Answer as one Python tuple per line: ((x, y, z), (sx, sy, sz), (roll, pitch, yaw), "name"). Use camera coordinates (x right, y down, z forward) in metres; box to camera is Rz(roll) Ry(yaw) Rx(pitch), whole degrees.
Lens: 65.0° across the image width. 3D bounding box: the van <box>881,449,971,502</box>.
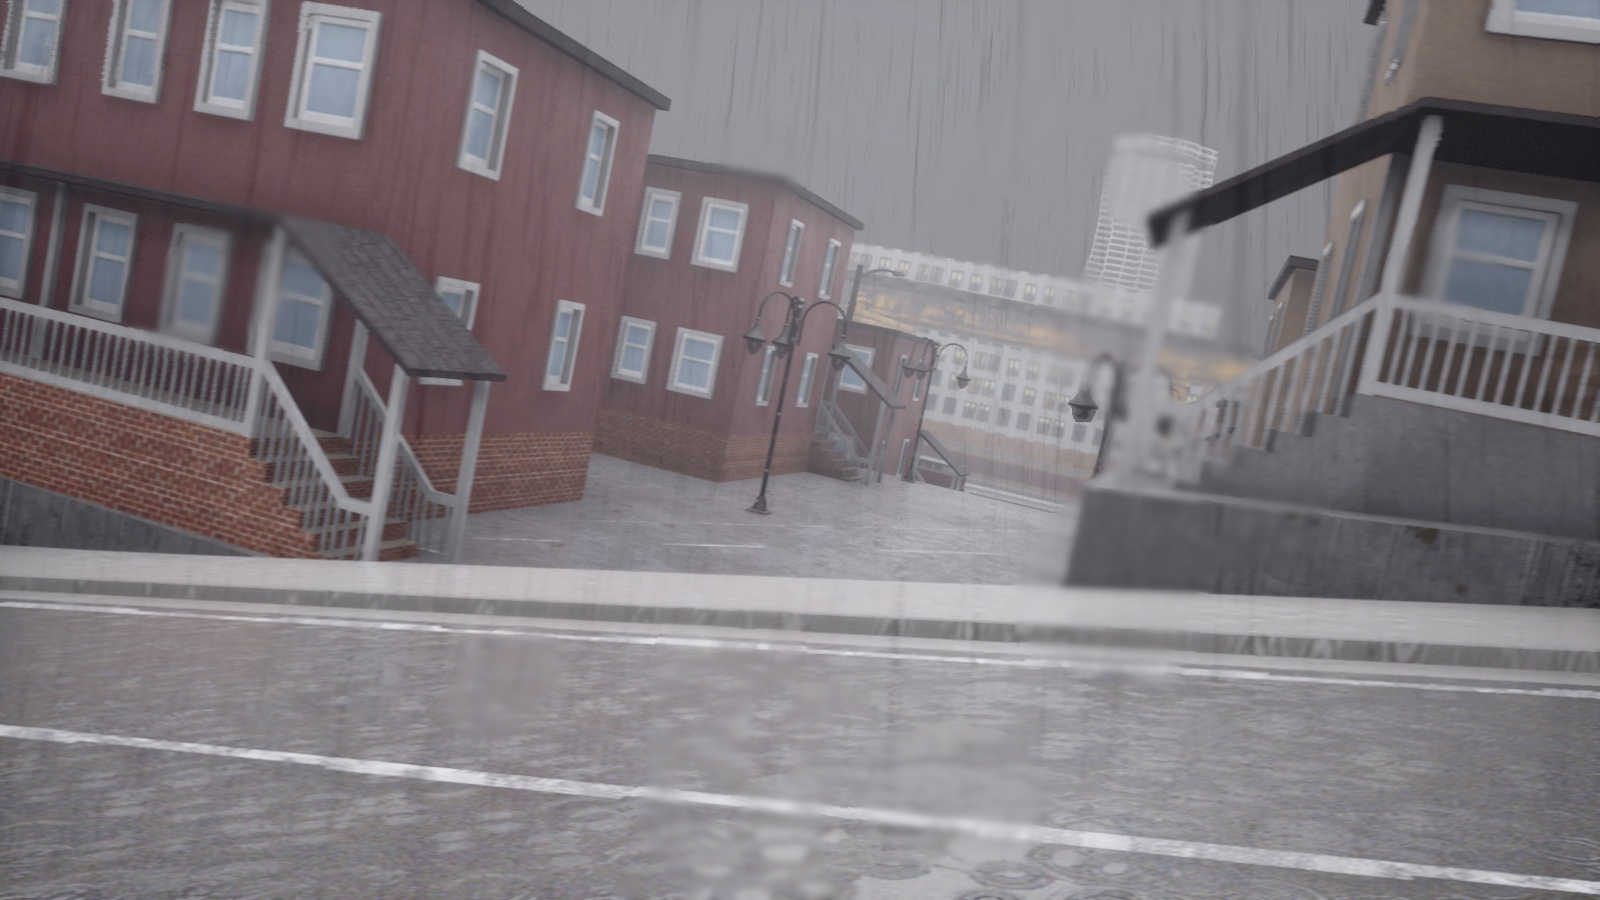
((7.077, 1.402, 70.547), (4.442, 1.987, 1.775), (14, 5, 18), "van")
